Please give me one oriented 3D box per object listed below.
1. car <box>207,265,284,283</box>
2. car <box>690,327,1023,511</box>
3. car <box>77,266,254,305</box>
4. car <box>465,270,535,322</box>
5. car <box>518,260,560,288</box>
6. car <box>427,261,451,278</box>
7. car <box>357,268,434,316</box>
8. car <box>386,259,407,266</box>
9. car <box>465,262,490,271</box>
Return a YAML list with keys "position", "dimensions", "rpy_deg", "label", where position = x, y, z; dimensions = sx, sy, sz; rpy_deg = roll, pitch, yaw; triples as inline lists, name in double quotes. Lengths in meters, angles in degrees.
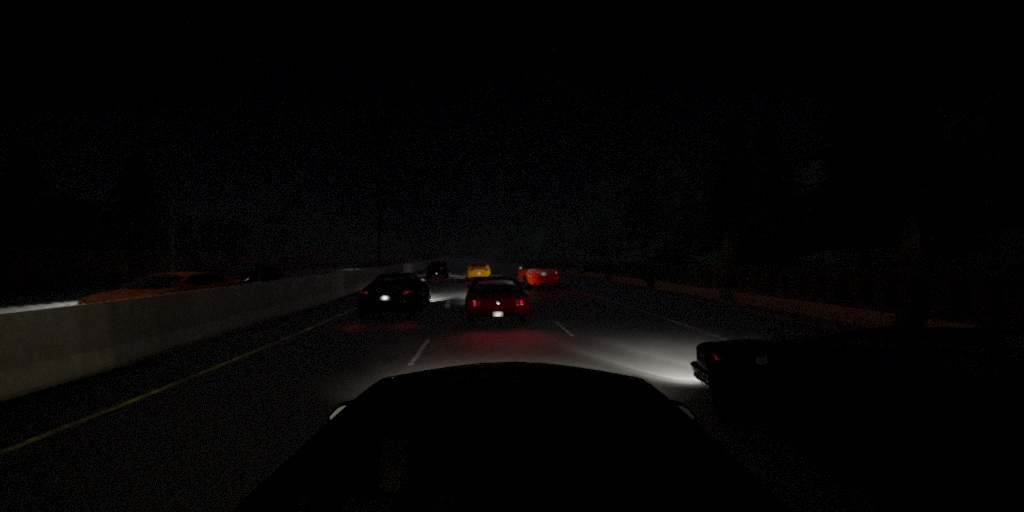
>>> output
- position: [-16.134, 1.305, 22.360]
  dimensions: [1.837, 1.490, 4.892]
  rpy_deg: [0, 0, -8]
  label: "car"
- position: [3.504, 1.279, 2.669]
  dimensions: [2.033, 1.411, 5.357]
  rpy_deg: [0, 0, -1]
  label: "car"
- position: [-11.300, 1.268, 12.015]
  dimensions: [1.882, 1.535, 5.008]
  rpy_deg: [0, 0, -6]
  label: "car"
- position: [-0.603, 1.339, 12.246]
  dimensions: [1.895, 1.301, 4.718]
  rpy_deg: [0, 0, -6]
  label: "car"
- position: [1.590, 1.065, 23.086]
  dimensions: [2.097, 1.767, 4.553]
  rpy_deg: [0, 0, -7]
  label: "car"
- position: [-6.825, 1.244, 33.294]
  dimensions: [1.837, 1.490, 4.892]
  rpy_deg: [0, 0, -8]
  label: "car"
- position: [-4.298, 1.318, 13.525]
  dimensions: [1.994, 1.385, 4.181]
  rpy_deg: [0, 0, -6]
  label: "car"
- position: [-16.674, 1.238, 52.616]
  dimensions: [1.882, 1.535, 5.008]
  rpy_deg: [0, 0, -7]
  label: "car"
- position: [-2.859, 1.202, 30.063]
  dimensions: [1.882, 1.535, 5.008]
  rpy_deg: [0, 0, -8]
  label: "car"
